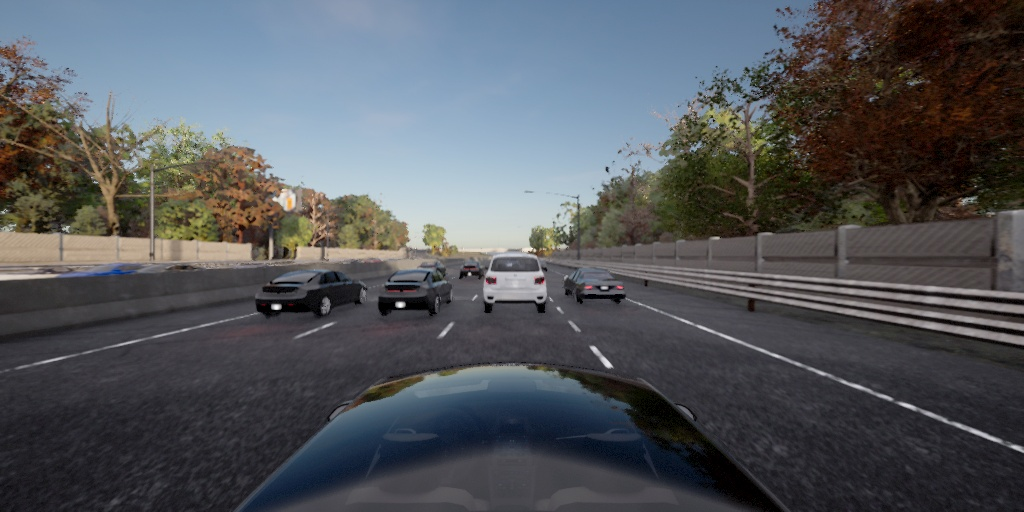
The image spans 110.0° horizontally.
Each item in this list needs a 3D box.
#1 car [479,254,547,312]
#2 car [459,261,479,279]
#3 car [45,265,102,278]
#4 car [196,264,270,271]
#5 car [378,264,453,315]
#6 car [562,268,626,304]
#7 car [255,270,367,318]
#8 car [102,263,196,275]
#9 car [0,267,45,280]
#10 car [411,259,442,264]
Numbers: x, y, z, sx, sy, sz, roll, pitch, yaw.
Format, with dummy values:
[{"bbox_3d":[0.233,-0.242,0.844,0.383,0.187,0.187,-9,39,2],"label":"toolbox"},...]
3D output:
[{"bbox_3d":[0.087,0.945,14.120,2.150,2.045,5.566,0,0,0],"label":"car"},{"bbox_3d":[-3.401,1.194,31.183,1.837,1.490,4.892,0,0,0],"label":"car"},{"bbox_3d":[-24.600,1.185,22.201,1.882,1.535,5.008,0,0,0],"label":"car"},{"bbox_3d":[-17.602,1.251,23.969,2.033,1.411,5.357,0,0,0],"label":"car"},{"bbox_3d":[-3.400,1.230,13.345,1.837,1.490,4.892,0,0,0],"label":"car"},{"bbox_3d":[3.522,1.264,16.206,2.033,1.411,5.357,0,0,0],"label":"car"},{"bbox_3d":[-6.901,1.231,12.919,1.837,1.490,4.892,0,0,0],"label":"car"},{"bbox_3d":[-21.099,1.213,21.811,1.837,1.490,4.892,0,0,0],"label":"car"},{"bbox_3d":[-28.100,1.310,21.274,1.895,1.301,4.718,0,0,0],"label":"car"},{"bbox_3d":[-6.900,1.181,31.139,2.128,1.511,4.902,0,0,0],"label":"car"}]
